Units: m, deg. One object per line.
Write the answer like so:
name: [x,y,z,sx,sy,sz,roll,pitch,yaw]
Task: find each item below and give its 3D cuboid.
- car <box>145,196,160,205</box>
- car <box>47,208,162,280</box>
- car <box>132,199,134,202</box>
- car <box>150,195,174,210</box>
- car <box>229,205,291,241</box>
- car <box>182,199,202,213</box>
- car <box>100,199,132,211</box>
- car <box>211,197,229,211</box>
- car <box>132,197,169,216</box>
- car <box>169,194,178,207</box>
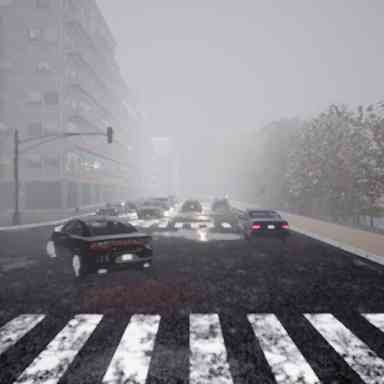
car: [-6.653,1.374,56.299,1.994,1.385,4.181,0,0,0]
car: [-2.998,1.477,10.237,1.882,1.535,5.008,0,0,-34]
car: [-6.673,1.469,37.402,1.895,1.301,4.718,0,0,0]
car: [-3.432,1.371,38.101,1.837,1.490,4.892,0,0,-1]
car: [3.300,1.490,16.404,2.033,1.411,5.357,0,0,0]
car: [0.005,1.438,35.314,1.994,1.385,4.181,0,0,0]
car: [-6.670,1.499,28.238,1.895,1.301,4.718,0,0,0]
car: [3.245,1.355,38.549,2.128,1.511,4.902,0,0,0]
car: [-3.421,1.445,28.501,2.033,1.411,5.357,0,0,0]
car: [-3.390,1.402,47.016,1.994,1.385,4.181,0,0,0]
